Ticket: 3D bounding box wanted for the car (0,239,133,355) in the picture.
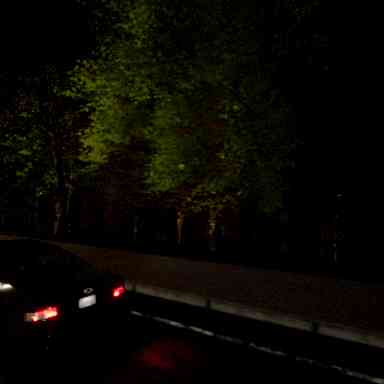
[{"bbox_3d":[-3.494,1.617,6.180,5.357,1.411,2.033,-1,0,36],"label":"car"}]
